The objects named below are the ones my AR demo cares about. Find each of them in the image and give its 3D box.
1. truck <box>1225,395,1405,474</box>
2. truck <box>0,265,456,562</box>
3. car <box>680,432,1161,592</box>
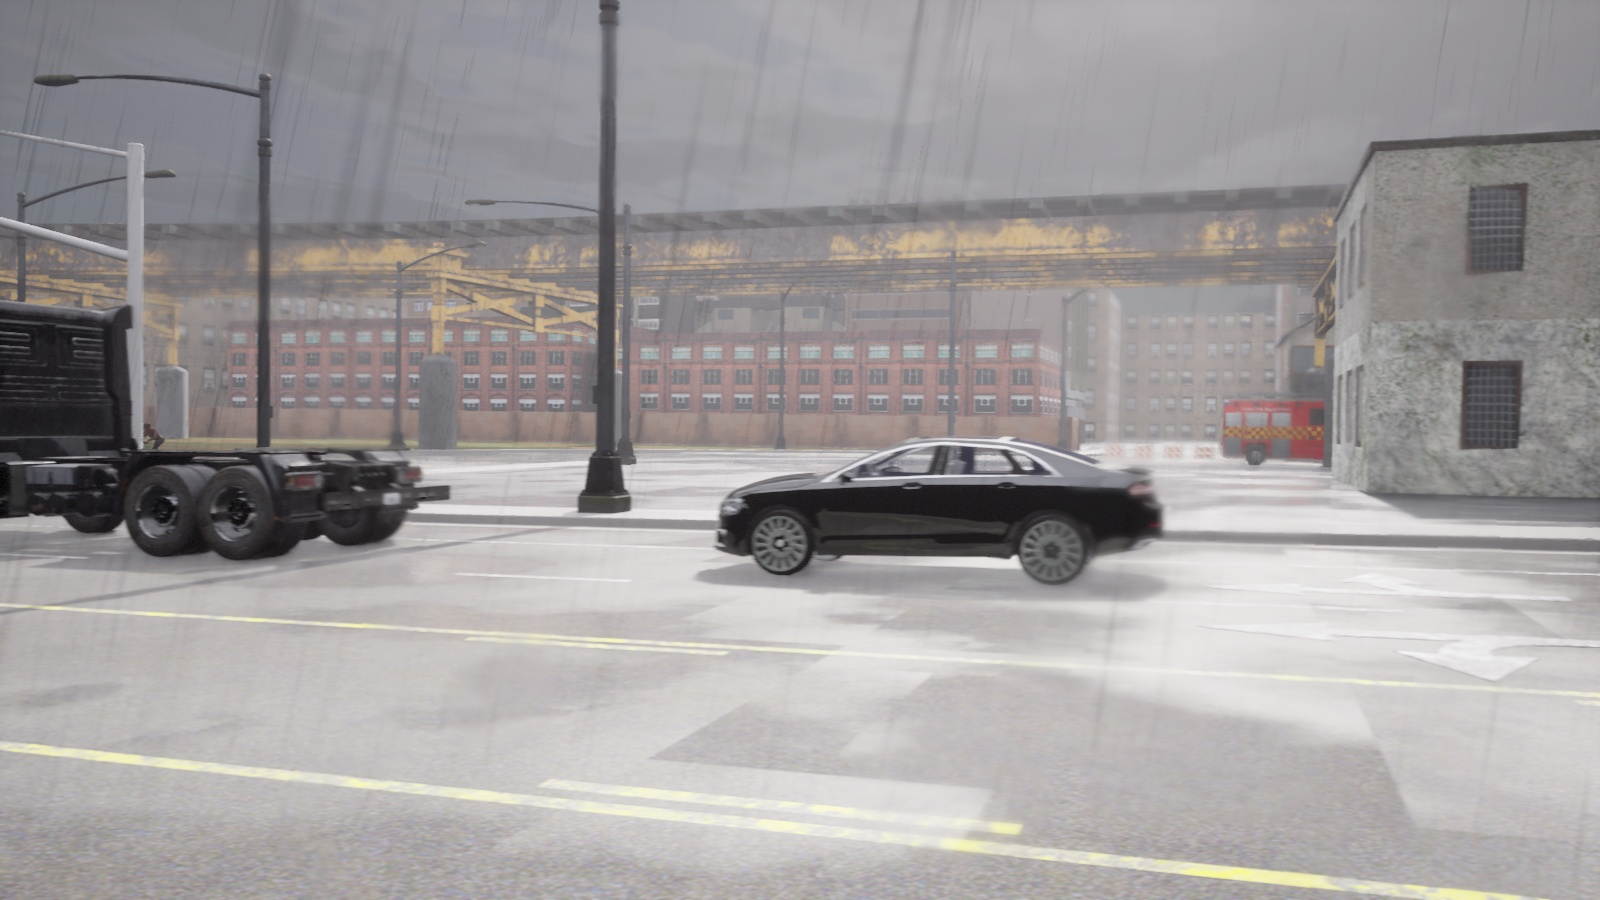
[{"bbox_3d":[26.801,-0.861,65.867,8.468,3.827,2.891,2,1,19],"label":"truck"},{"bbox_3d":[-8.991,-0.498,17.280,7.936,3.462,2.891,1,1,19],"label":"truck"},{"bbox_3d":[1.366,0.567,13.809,4.902,1.511,2.128,1,1,19],"label":"car"}]
